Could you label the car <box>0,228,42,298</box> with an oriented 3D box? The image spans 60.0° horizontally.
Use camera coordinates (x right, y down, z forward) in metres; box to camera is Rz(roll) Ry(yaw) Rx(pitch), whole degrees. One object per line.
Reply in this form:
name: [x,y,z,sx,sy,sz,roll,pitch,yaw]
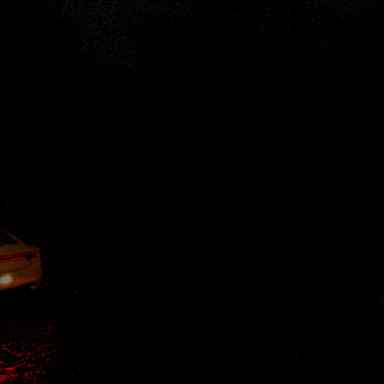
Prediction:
car: [-5.435,1.460,7.563,5.008,1.535,1.882,0,0,36]
